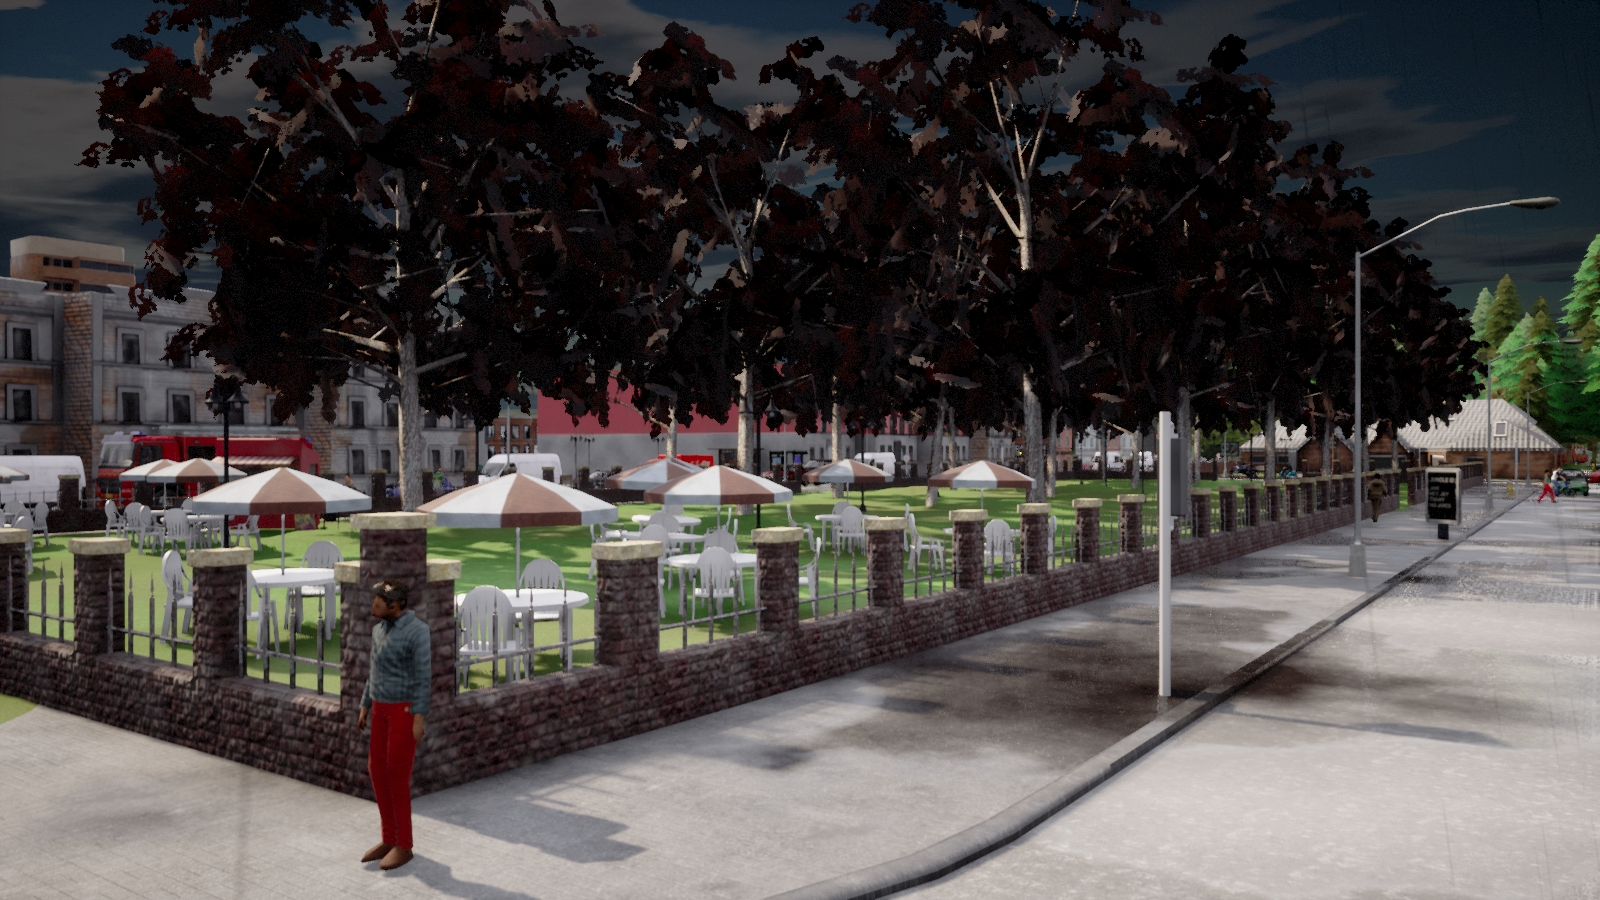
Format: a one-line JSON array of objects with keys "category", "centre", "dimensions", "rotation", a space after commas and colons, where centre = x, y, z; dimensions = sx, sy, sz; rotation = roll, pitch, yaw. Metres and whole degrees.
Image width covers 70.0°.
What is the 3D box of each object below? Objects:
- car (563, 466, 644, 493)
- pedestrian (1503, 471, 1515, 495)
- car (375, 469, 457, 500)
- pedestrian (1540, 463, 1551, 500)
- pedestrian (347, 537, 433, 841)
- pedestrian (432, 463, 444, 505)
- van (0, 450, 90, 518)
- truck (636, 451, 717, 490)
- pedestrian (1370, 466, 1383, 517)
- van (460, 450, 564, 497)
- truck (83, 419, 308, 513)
[{"category": "car", "centre": [-12.165, 1.795, 71.050], "dimensions": [2.097, 1.535, 5.006], "rotation": [0, 0, 35]}, {"category": "pedestrian", "centre": [38.886, 1.802, 62.660], "dimensions": [0.375, 1.300, 0.375], "rotation": [0, 0, -15]}, {"category": "car", "centre": [-20.045, 1.799, 59.739], "dimensions": [1.845, 1.501, 3.633], "rotation": [0, 0, 35]}, {"category": "pedestrian", "centre": [38.412, 1.627, 58.855], "dimensions": [0.375, 1.860, 0.375], "rotation": [0, 0, 19]}, {"category": "pedestrian", "centre": [-2.655, 1.514, 7.405], "dimensions": [0.375, 1.860, 0.375], "rotation": [0, 0, 36]}, {"category": "pedestrian", "centre": [-16.196, 1.507, 51.156], "dimensions": [0.375, 1.860, 0.375], "rotation": [0, 0, 34]}, {"category": "van", "centre": [-31.020, 1.295, 44.007], "dimensions": [1.988, 2.561, 5.915], "rotation": [0, 0, 35]}, {"category": "truck", "centre": [-8.233, 1.329, 76.671], "dimensions": [2.627, 2.467, 5.204], "rotation": [0, 0, 35]}, {"category": "pedestrian", "centre": [21.298, 1.522, 42.235], "dimensions": [0.375, 1.860, 0.375], "rotation": [0, 0, 35]}, {"category": "van", "centre": [-16.329, 1.295, 65.083], "dimensions": [1.988, 2.561, 5.915], "rotation": [0, 0, 35]}, {"category": "truck", "centre": [-26.598, 0.651, 50.778], "dimensions": [2.891, 3.827, 8.468], "rotation": [0, 0, 35]}]
